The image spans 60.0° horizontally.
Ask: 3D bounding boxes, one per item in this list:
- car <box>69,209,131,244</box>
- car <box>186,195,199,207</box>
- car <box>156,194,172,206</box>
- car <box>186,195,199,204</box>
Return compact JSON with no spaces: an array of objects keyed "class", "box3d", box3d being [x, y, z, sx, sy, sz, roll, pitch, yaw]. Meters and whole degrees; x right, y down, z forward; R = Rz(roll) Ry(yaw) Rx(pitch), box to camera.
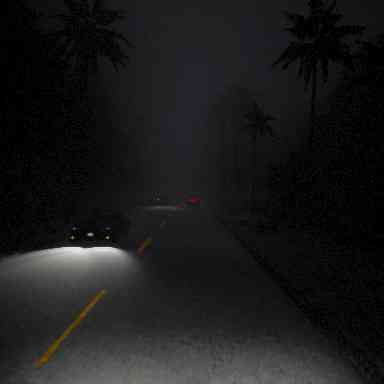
[{"class":"car","box3d":[-4.100,1.507,15.354,1.994,1.385,4.181,0,0,0]},{"class":"car","box3d":[0.099,1.316,47.169,2.128,1.511,4.902,0,0,0]},{"class":"car","box3d":[-4.077,1.171,49.379,2.097,1.767,4.553,0,0,0]},{"class":"car","box3d":[0.112,1.275,59.061,2.128,1.511,4.902,0,0,0]}]
